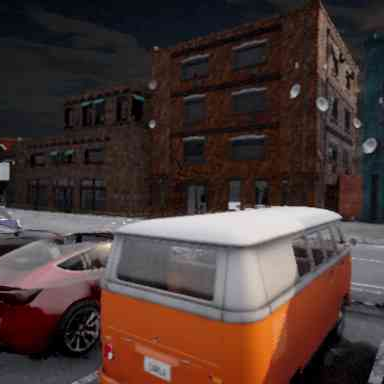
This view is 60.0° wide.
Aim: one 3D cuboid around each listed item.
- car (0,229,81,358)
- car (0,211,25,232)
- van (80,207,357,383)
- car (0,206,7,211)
[{"bbox_3d":[-1.407,1.474,6.192,2.163,1.488,4.792,1,0,36],"label":"car"},{"bbox_3d":[-5.954,1.439,9.403,2.002,1.452,4.674,1,0,36],"label":"car"},{"bbox_3d":[0.961,1.241,4.607,1.878,1.987,4.442,1,0,36],"label":"van"},{"bbox_3d":[-8.197,1.250,11.048,2.185,1.767,4.553,1,0,36],"label":"car"}]
